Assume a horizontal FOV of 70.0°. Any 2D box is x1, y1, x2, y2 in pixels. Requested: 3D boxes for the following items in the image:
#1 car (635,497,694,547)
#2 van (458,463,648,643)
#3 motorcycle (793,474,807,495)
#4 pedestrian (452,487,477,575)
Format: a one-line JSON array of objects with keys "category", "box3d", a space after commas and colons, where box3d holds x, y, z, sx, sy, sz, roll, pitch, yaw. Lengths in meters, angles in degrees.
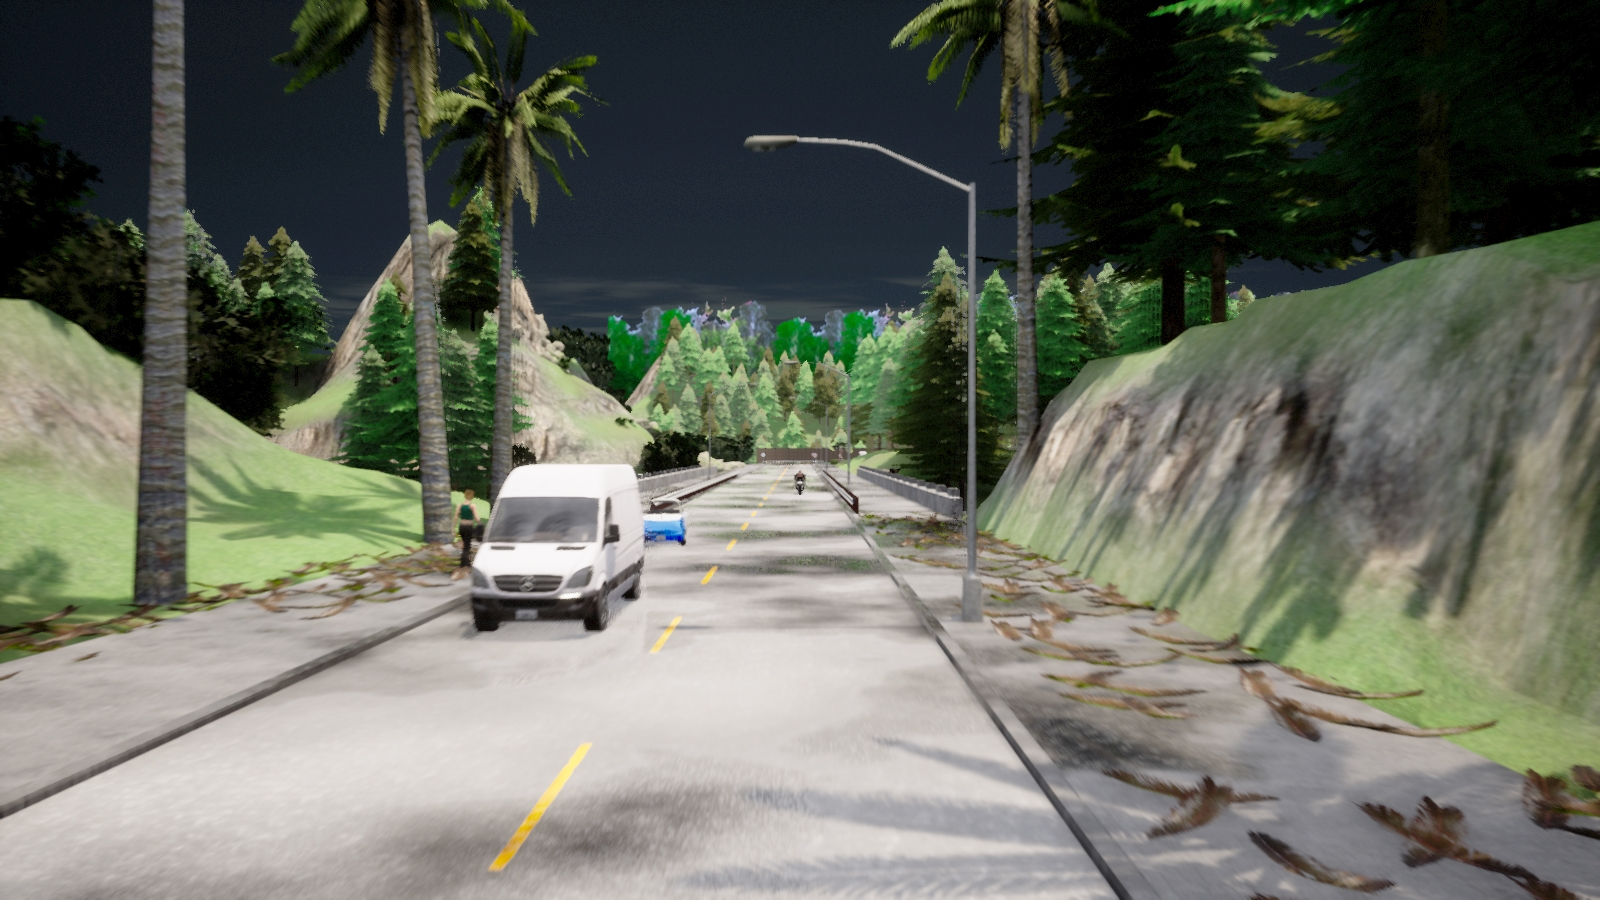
[{"category": "car", "box3d": [-4.000, 2.121, 33.943, 1.481, 1.376, 2.207, 0, 0, 0]}, {"category": "van", "box3d": [-3.989, 1.536, 19.617, 1.988, 2.561, 5.915, 0, 0, 0]}, {"category": "motorcycle", "box3d": [0.007, 2.206, 73.735, 0.867, 1.251, 2.209, 0, 0, 0]}, {"category": "pedestrian", "box3d": [-7.223, 1.743, 24.599, 0.375, 1.860, 0.375, 0, 0, 15]}]
